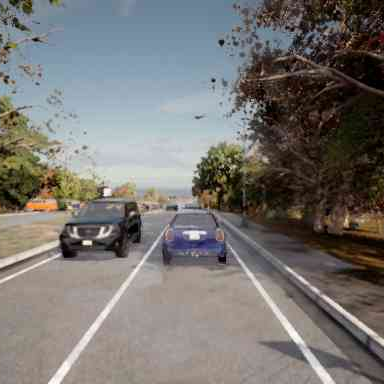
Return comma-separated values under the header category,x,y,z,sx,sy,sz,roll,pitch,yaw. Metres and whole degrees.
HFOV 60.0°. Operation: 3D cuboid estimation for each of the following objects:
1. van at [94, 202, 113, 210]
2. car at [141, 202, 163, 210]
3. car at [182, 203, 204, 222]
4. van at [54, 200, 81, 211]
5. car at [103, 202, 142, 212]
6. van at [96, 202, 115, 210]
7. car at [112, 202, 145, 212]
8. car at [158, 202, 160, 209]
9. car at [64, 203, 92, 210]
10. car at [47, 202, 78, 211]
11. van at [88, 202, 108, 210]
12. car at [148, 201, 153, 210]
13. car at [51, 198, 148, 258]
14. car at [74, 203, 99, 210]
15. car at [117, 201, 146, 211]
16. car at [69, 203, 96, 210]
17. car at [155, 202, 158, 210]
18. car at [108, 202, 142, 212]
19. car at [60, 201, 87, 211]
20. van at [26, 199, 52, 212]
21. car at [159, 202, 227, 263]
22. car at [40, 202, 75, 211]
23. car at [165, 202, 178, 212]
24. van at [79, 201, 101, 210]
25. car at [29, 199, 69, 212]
category,x,y,z,sx,sy,sz,roll,pitch,yaw
van,-23.384,3.676,87.999,4.442,1.987,1.878,0,-3,0
car,-10.449,3.651,87.992,5.566,2.045,2.435,0,-3,0
car,0.063,1.775,30.193,1.837,1.490,4.892,0,-1,0
van,-23.600,2.564,63.241,4.442,1.987,1.878,0,-3,0
car,-10.209,2.214,49.182,5.366,1.575,1.946,0,-2,0
van,-23.619,3.851,90.896,4.442,1.987,1.878,0,-3,0
car,-10.404,2.423,54.719,5.008,1.535,2.097,0,-2,0
car,-10.383,3.425,76.901,4.792,1.488,2.163,0,-3,0
car,-23.482,3.029,68.641,5.008,1.535,2.097,0,-3,0
car,-23.475,2.668,60.463,4.892,1.521,2.231,0,-3,0
van,-23.380,3.422,82.613,4.442,1.987,1.878,0,-3,0
car,-10.373,2.408,60.273,5.566,2.045,2.435,0,-3,0
car,-3.366,1.298,13.444,2.150,2.045,5.566,0,0,0
car,-23.485,3.281,74.302,4.892,1.521,2.231,0,-3,0
car,-10.431,2.413,57.499,4.553,1.767,2.185,0,-3,0
car,-23.484,3.157,71.534,5.008,1.535,2.097,0,-3,0
car,-10.415,3.150,71.356,5.008,1.535,2.097,0,-3,0
car,-10.402,2.317,51.949,4.892,1.521,2.231,0,-2,0
car,-23.454,2.787,66.004,4.553,1.767,2.185,0,-3,0
van,-23.593,2.093,52.052,4.442,1.987,1.878,0,-2,0
car,0.084,1.422,12.471,2.097,1.767,4.553,0,0,0
car,-23.295,2.543,57.699,5.366,1.575,1.946,0,-2,0
car,-3.368,2.489,56.088,1.882,1.535,5.008,0,-2,0
van,-23.610,3.177,77.079,4.442,1.987,1.878,0,-3,0
car,-23.506,2.179,54.943,5.566,2.045,2.435,0,-2,0
